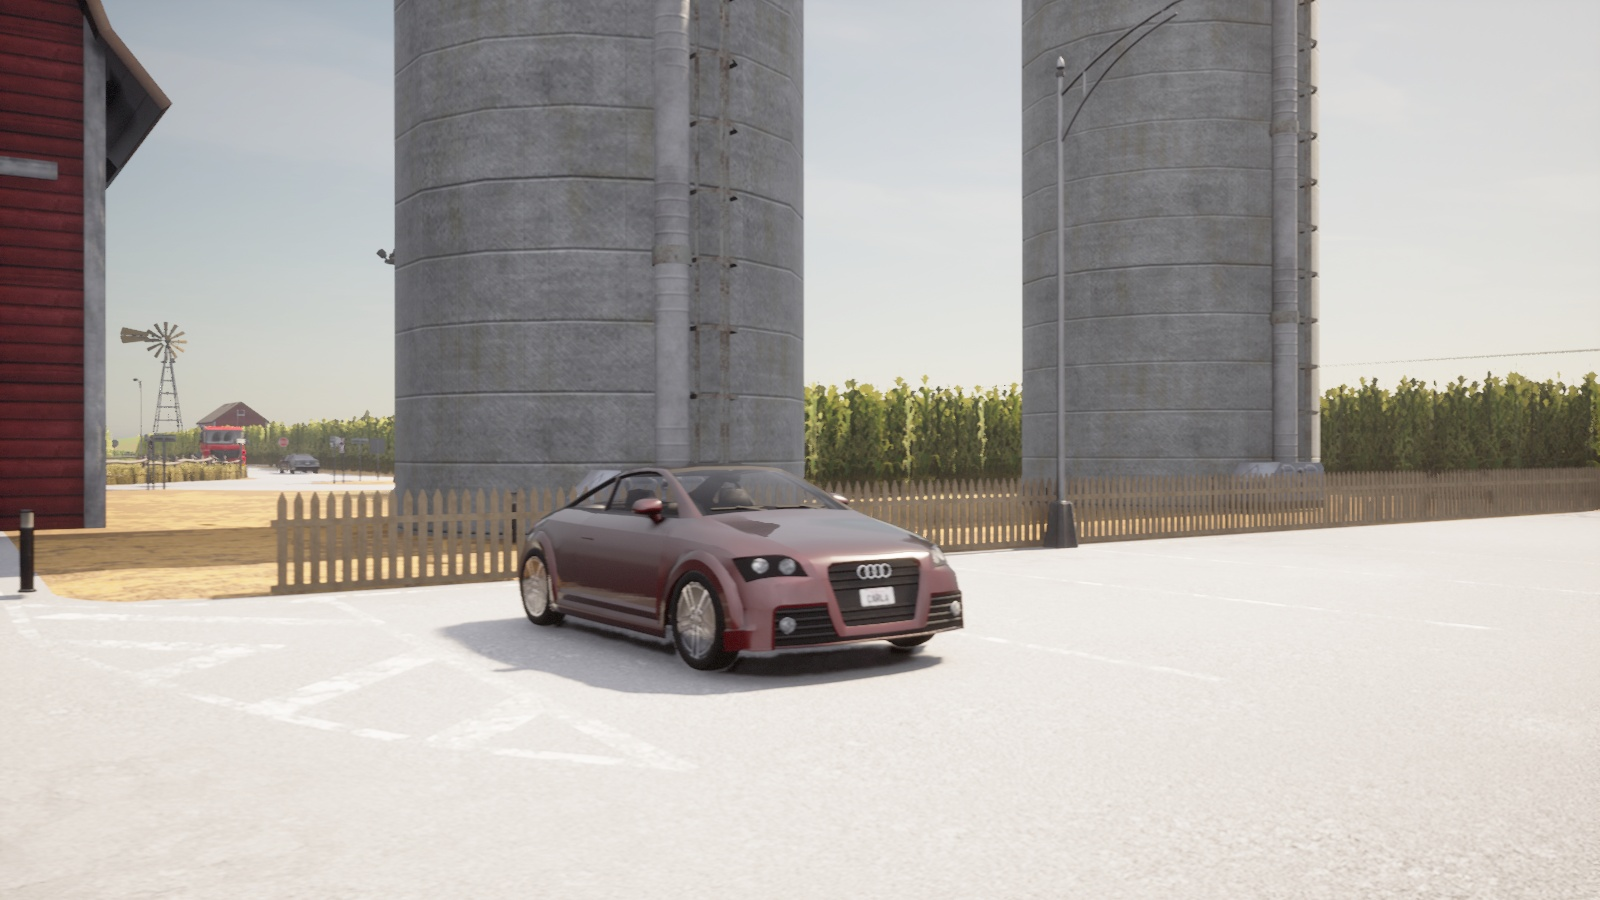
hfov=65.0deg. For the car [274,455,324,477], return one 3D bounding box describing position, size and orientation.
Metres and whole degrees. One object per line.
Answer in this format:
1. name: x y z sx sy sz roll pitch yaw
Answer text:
1. car: -35.056 1.097 87.770 2.033 1.411 5.357 0 0 -35
